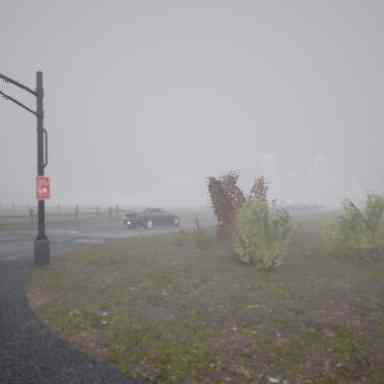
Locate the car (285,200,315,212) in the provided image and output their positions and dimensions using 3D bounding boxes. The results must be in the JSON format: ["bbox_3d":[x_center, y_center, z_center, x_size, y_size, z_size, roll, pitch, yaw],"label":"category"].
[{"bbox_3d":[16.611,2.245,50.932,2.033,1.411,5.357,-2,-2,36],"label":"car"}]

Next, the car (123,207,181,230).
[{"bbox_3d":[-2.780,1.839,24.052,1.837,1.490,4.892,-2,-2,36],"label":"car"}]

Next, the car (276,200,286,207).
[{"bbox_3d":[14.960,2.163,54.690,2.097,1.767,4.553,-2,-2,36],"label":"car"}]

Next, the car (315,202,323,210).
[{"bbox_3d":[21.194,2.349,57.352,1.994,1.385,4.181,-2,-2,36],"label":"car"}]
